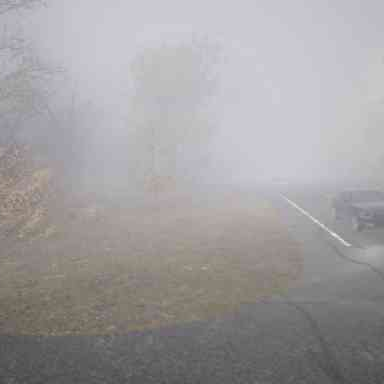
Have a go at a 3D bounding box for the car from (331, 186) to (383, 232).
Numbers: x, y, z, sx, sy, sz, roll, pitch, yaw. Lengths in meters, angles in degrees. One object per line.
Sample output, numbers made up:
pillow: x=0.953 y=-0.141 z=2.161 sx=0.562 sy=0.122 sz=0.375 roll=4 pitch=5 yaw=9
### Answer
car: x=7.165 y=0.564 z=13.728 sx=1.882 sy=1.535 sz=5.008 roll=-3 pitch=3 yaw=10

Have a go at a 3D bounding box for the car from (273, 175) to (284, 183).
car: x=15.999 y=-2.430 z=61.757 sx=1.895 sy=1.301 sz=4.718 roll=-3 pitch=3 yaw=16
